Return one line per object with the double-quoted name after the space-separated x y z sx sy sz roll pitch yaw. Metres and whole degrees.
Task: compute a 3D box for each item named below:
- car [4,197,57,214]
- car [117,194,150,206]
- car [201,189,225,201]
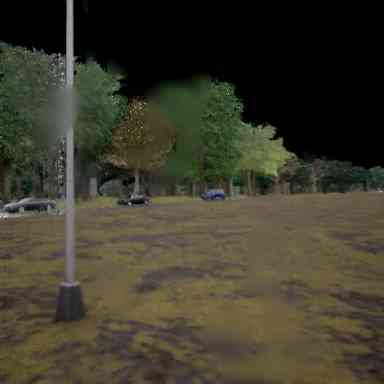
-15.925 1.313 32.966 1.837 1.490 4.892 -3 -1 35 "car"
-7.803 1.067 44.337 1.882 1.535 5.008 -3 0 36 "car"
3.938 0.509 60.637 2.150 2.045 5.566 -3 -1 36 "car"
